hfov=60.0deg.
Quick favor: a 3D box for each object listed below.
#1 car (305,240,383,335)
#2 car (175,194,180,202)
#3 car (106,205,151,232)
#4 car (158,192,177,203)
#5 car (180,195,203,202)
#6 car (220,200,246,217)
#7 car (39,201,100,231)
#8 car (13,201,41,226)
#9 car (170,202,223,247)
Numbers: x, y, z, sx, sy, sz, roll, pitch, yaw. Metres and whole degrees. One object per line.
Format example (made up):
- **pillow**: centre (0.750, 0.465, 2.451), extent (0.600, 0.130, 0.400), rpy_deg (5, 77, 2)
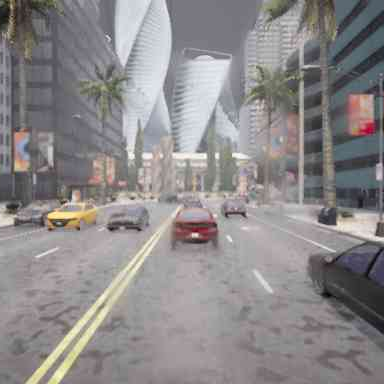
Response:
- **car**: centre (3.594, 1.526, 5.464), extent (2.033, 1.411, 5.357), rpy_deg (0, 0, 0)
- **car**: centre (-1.023, 1.320, 61.105), extent (1.994, 1.385, 4.181), rpy_deg (0, 0, 19)
- **car**: centre (-3.590, 1.468, 19.757), extent (2.033, 1.411, 5.357), rpy_deg (0, 0, 0)
- **car**: centre (-4.441, 0.972, 62.090), extent (2.150, 2.045, 5.566), rpy_deg (0, 0, 19)
- **car**: centre (0.118, 1.352, 34.937), extent (2.128, 1.511, 4.902), rpy_deg (0, 0, 0)
- **car**: centre (3.616, 1.430, 29.720), extent (2.033, 1.411, 5.357), rpy_deg (0, 0, 0)
- **car**: centre (-7.089, 1.395, 20.249), extent (1.882, 1.535, 5.008), rpy_deg (0, 0, 0)
- **car**: centre (-10.075, 1.390, 22.415), extent (2.231, 1.521, 4.892), rpy_deg (0, 0, 0)
- **car**: centre (0.107, 1.419, 14.647), extent (1.882, 1.535, 5.008), rpy_deg (0, 0, 0)
